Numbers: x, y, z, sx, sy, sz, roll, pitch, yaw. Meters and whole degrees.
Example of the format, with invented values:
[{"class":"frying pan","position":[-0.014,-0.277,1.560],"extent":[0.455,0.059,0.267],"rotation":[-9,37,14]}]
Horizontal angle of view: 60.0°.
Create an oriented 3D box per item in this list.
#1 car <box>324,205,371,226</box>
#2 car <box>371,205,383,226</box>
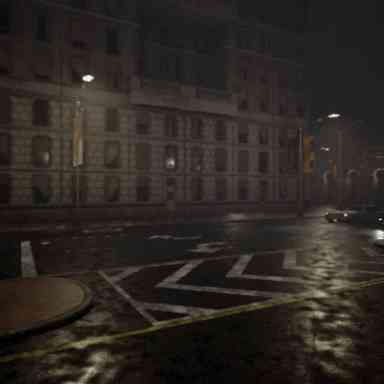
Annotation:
[{"class":"car","position":[11.323,1.535,22.727],"extent":[4.718,1.301,1.895],"rotation":[0,0,-27]},{"class":"car","position":[13.521,1.488,19.919],"extent":[5.357,1.411,2.033],"rotation":[0,0,-27]}]
